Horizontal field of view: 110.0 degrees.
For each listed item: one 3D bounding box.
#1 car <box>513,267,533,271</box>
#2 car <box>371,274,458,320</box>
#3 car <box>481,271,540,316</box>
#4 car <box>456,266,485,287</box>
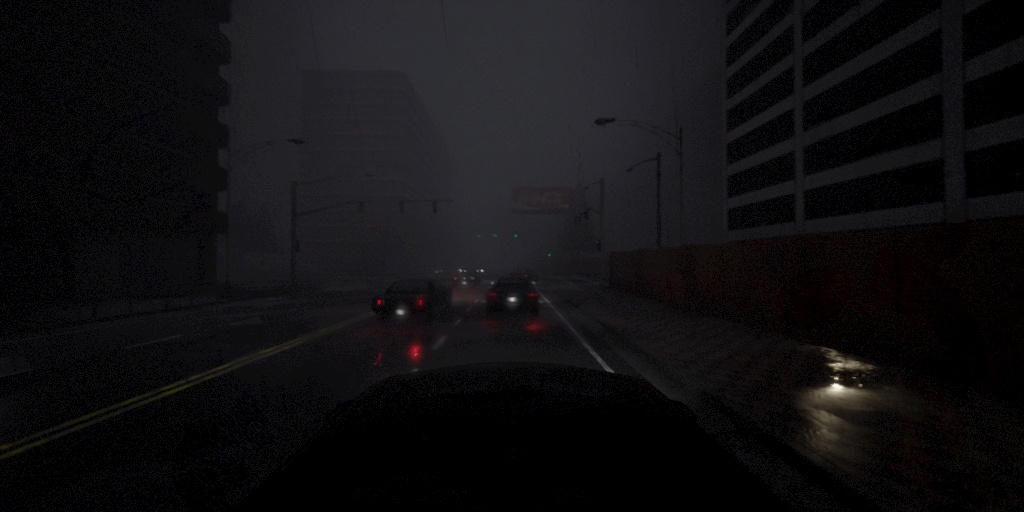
[{"bbox_3d":[0.950,1.652,29.203,1.812,1.442,4.674,0,-1,16],"label":"car"},{"bbox_3d":[-3.468,1.512,13.460,1.895,1.301,4.718,0,-1,1],"label":"car"},{"bbox_3d":[0.043,1.486,14.232,1.994,1.385,4.181,0,-1,1],"label":"car"},{"bbox_3d":[-3.469,1.717,28.452,1.895,1.301,4.718,0,-1,1],"label":"car"}]
